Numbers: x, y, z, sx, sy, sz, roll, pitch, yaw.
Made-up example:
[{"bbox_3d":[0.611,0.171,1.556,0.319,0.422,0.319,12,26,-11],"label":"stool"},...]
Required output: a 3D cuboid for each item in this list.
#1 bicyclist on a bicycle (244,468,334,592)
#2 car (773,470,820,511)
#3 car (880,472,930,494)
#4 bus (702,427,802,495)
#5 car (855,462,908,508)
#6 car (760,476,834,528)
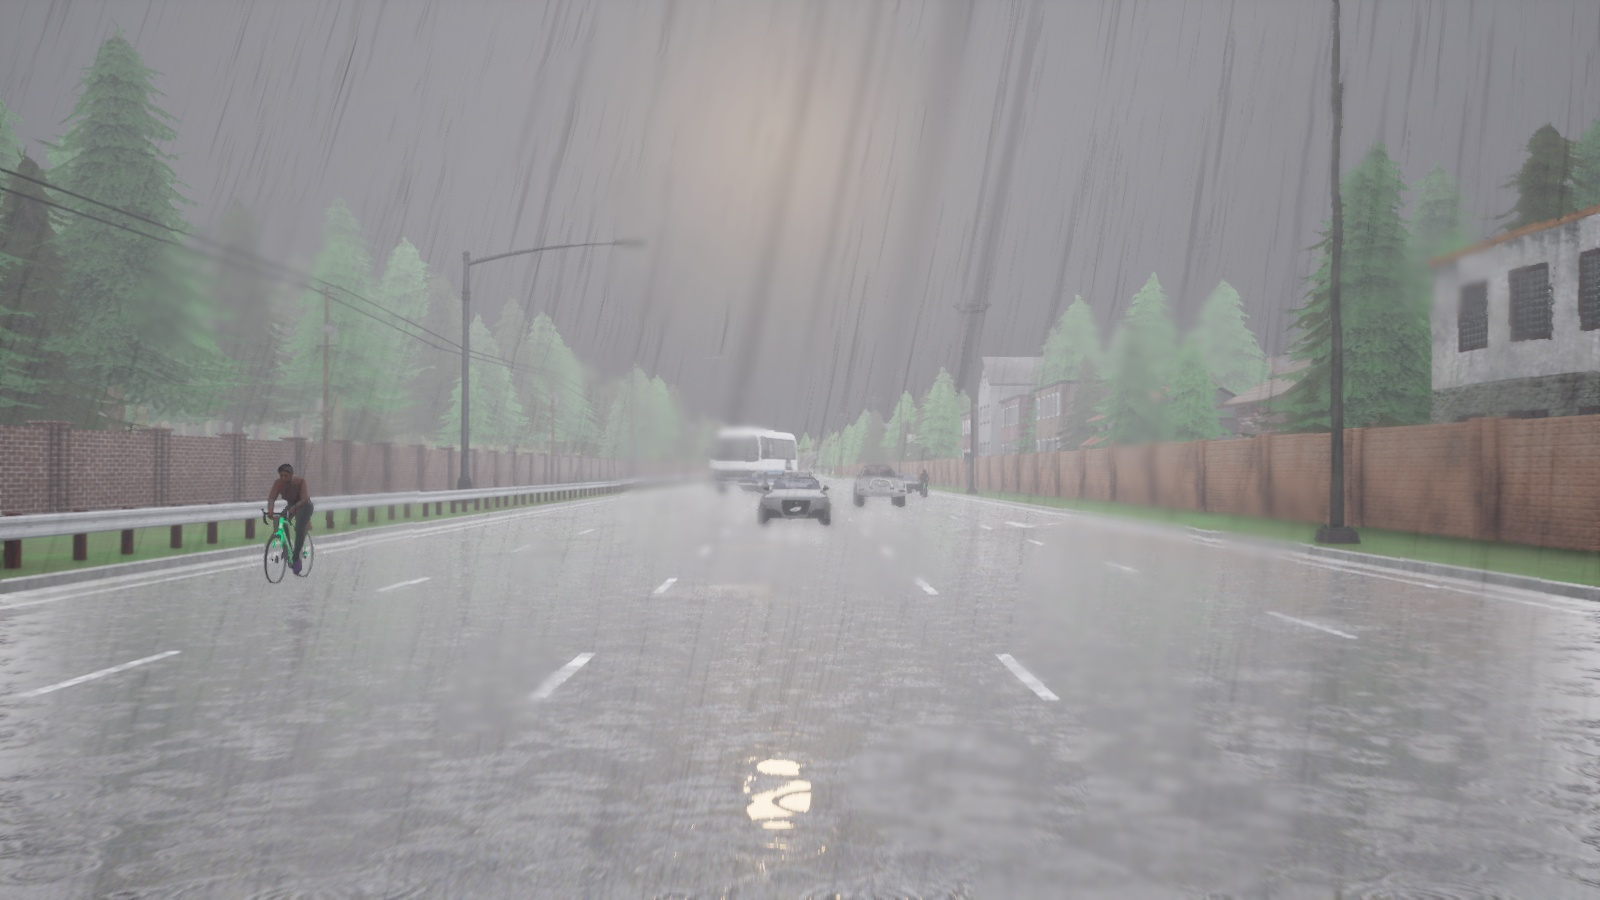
[{"bbox_3d":[-7.043,1.070,17.376,0.582,1.620,1.656,0,-1,0],"label":"bicyclist on a bicycle"},{"bbox_3d":[-0.123,1.579,49.570,1.789,1.549,3.705,0,-1,0],"label":"car"},{"bbox_3d":[6.790,2.128,81.543,2.033,1.411,5.357,0,-1,-8],"label":"car"},{"bbox_3d":[-3.069,0.792,84.571,3.944,4.253,10.273,-1,-1,14],"label":"bus"},{"bbox_3d":[3.369,1.454,52.728,1.932,1.855,4.605,0,-1,0],"label":"car"},{"bbox_3d":[-0.089,1.449,35.989,1.994,1.385,4.181,0,-1,0],"label":"car"}]
